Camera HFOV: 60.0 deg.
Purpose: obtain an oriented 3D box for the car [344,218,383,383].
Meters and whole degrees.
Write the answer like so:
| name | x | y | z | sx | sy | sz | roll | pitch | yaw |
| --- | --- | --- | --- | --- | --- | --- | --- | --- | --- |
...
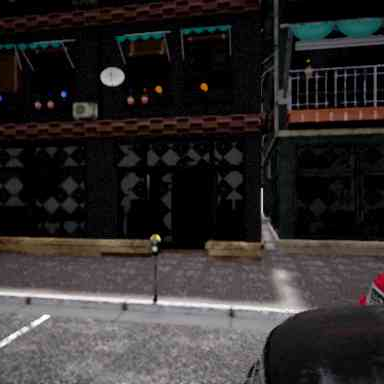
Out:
| name | x | y | z | sx | sy | sz | roll | pitch | yaw |
| --- | --- | --- | --- | --- | --- | --- | --- | --- | --- |
| car | 4.554 | 1.309 | 3.458 | 5.009 | 1.841 | 2.192 | 0 | 0 | 10 |

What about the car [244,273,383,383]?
| name | x | y | z | sx | sy | sz | roll | pitch | yaw |
| --- | --- | --- | --- | --- | --- | --- | --- | --- | --- |
| car | 3.004 | 1.217 | 1.576 | 5.566 | 2.045 | 2.150 | 0 | 0 | 7 |
